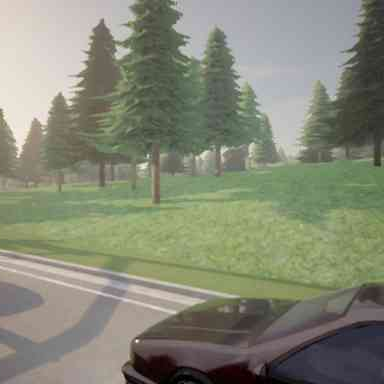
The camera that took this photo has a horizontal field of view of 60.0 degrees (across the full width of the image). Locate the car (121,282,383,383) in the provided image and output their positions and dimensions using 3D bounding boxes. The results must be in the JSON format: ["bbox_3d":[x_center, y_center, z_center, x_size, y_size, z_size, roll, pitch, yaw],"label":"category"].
[{"bbox_3d":[1.877,1.547,2.653,5.357,1.411,2.033,0,0,35],"label":"car"}]
